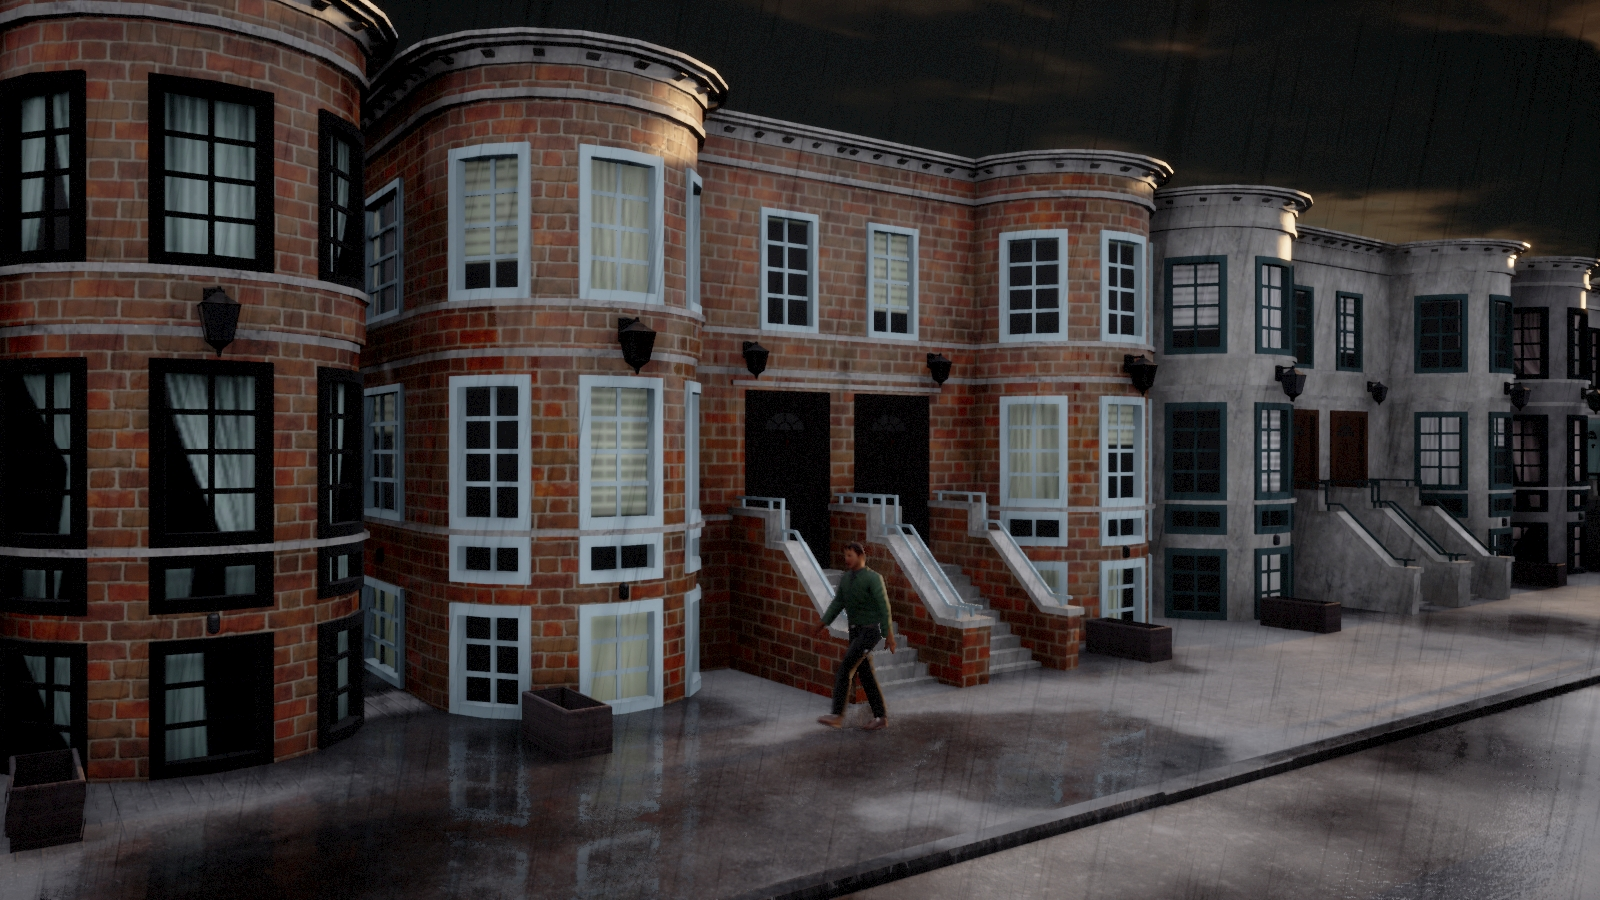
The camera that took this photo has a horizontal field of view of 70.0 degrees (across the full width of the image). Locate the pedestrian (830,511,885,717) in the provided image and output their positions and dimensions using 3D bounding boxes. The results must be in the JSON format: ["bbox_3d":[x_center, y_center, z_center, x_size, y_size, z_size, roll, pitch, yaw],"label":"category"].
[{"bbox_3d":[0.540,1.523,10.774,0.375,1.860,0.375,0,0,-31],"label":"pedestrian"}]
